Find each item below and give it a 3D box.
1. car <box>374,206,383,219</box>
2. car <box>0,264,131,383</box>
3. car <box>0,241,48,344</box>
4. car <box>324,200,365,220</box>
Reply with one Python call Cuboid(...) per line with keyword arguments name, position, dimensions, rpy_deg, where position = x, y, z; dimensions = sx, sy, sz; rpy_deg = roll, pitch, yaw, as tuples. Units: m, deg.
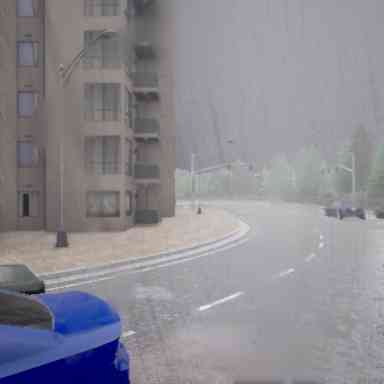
Cuboid(name="car", position=(16.831, 1.645, 27.434), dimensions=(1.994, 1.385, 4.181), rpy_deg=(0, 0, 4))
Cuboid(name="car", position=(-2.876, 1.518, 2.147), dimensions=(5.008, 1.535, 1.882), rpy_deg=(0, 0, -37))
Cuboid(name="car", position=(-4.834, 1.676, 4.865), dimensions=(4.718, 1.301, 1.895), rpy_deg=(0, 0, -36))
Cuboid(name="car", position=(13.443, 1.475, 29.600), dimensions=(2.097, 1.767, 4.553), rpy_deg=(0, 0, 2))
